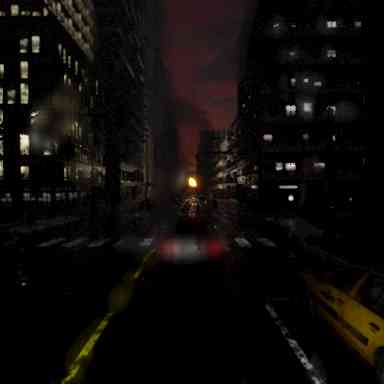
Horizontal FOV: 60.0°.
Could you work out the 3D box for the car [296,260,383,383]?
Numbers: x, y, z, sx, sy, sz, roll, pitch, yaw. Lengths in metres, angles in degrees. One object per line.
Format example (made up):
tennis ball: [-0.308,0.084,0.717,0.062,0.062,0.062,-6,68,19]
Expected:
car: [2.806,1.523,4.583,1.752,1.417,4.829,-1,0,0]

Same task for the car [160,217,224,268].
car: [-0.061,1.542,11.202,2.033,1.411,5.357,0,0,-2]

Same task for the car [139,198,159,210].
car: [-5.712,1.509,42.196,1.752,1.417,4.829,-1,0,0]

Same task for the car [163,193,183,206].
car: [-3.081,1.200,55.397,2.150,2.045,5.566,0,0,0]

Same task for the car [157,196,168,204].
car: [-5.717,1.521,64.984,1.887,1.381,4.507,-1,0,0]

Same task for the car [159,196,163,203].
car: [-5.713,1.547,48.021,1.947,1.339,4.313,-1,0,0]

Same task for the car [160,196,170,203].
car: [-5.718,1.556,70.639,1.802,1.307,4.206,-1,0,0]

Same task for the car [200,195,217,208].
car: [2.667,1.531,48.023,2.008,1.369,4.403,-1,0,0]

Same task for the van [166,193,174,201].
van: [-5.725,1.310,87.603,1.690,1.788,3.998,-1,0,0]

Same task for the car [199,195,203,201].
car: [2.657,1.410,81.951,1.967,1.590,4.097,-1,0,0]

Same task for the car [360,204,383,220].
car: [16.308,1.619,27.550,4.403,1.369,2.008,0,1,1]
